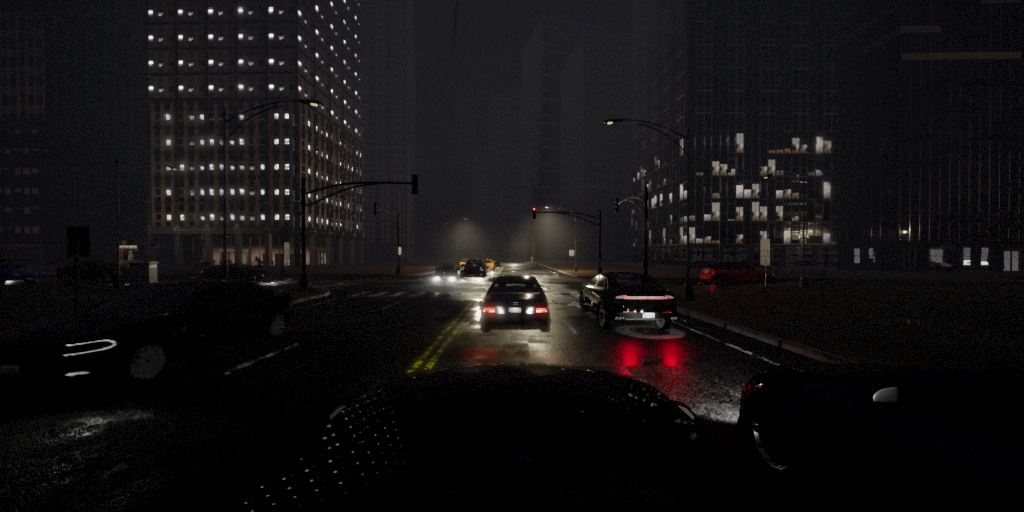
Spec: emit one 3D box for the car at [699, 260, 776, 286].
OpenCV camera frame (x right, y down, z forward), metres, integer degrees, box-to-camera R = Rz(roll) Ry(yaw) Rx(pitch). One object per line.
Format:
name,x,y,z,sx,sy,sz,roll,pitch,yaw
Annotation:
car,15.889,1.180,25.329,4.553,1.767,2.097,0,0,2

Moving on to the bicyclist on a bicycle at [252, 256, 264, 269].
bicyclist on a bicycle,-24.675,0.867,34.798,0.582,1.620,1.656,0,1,1

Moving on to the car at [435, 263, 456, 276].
car,-6.568,1.326,36.775,1.895,1.301,4.718,0,0,0

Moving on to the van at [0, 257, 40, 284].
van,-33.915,0.959,23.716,3.998,1.789,1.690,0,0,1

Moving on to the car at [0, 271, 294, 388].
car,-6.597,1.226,7.216,1.882,1.535,5.008,0,0,0

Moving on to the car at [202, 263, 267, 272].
car,-19.967,1.227,25.940,4.181,1.385,1.994,0,0,1

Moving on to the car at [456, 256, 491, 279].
car,-3.314,1.054,31.686,2.097,1.767,4.553,0,0,0

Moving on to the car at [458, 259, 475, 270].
car,-6.551,1.175,52.270,1.882,1.535,5.008,0,0,0

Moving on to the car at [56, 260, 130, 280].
car,-30.059,1.093,26.201,5.008,1.535,1.882,0,0,2

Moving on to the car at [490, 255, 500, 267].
car,-3.275,0.897,63.957,2.150,2.045,5.566,0,0,0

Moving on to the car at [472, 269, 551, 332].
car,0.107,1.294,10.774,2.033,1.411,5.357,0,0,1

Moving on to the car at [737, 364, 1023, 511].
car,3.354,1.314,2.032,1.994,1.385,4.181,0,0,0

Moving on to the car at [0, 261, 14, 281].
car,-40.301,1.092,26.484,4.674,1.442,1.812,0,0,2

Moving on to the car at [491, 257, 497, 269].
car,-3.305,1.186,47.039,1.882,1.535,5.008,0,0,0

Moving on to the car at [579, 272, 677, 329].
car,3.354,1.238,11.188,2.128,1.511,4.902,0,0,0
